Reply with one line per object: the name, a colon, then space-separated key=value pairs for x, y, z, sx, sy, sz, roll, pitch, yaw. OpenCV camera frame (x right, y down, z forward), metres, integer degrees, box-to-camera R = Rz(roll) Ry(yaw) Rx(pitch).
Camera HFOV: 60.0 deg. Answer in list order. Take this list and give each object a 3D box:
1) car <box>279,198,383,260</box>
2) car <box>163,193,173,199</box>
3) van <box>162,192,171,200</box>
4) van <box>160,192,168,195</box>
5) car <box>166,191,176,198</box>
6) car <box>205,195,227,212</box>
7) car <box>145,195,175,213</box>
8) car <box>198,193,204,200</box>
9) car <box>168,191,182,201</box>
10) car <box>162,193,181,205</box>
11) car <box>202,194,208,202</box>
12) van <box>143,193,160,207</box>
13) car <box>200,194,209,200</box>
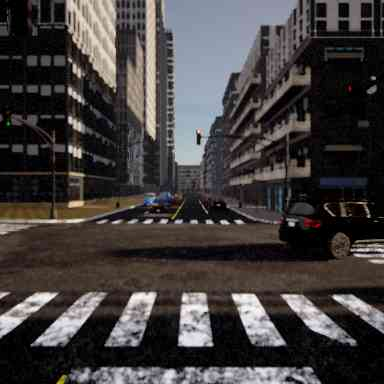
car: x=6.042 y=1.278 z=12.821 sx=5.566 sy=2.045 sz=2.150 roll=1 pitch=-1 yaw=-22
car: x=-5.702 y=1.023 z=79.180 sx=2.008 sy=1.369 sz=4.403 roll=0 pitch=0 yaw=0
van: x=-5.702 y=0.850 z=73.525 sx=1.690 sy=1.788 sz=3.998 roll=0 pitch=0 yaw=0
van: x=-5.702 y=0.887 z=67.870 sx=1.690 sy=1.788 sz=3.998 roll=0 pitch=0 yaw=0
car: x=-5.704 y=0.715 z=90.488 sx=2.192 sy=1.841 sz=5.009 roll=0 pitch=0 yaw=0
car: x=2.684 y=1.326 z=35.290 sx=1.947 sy=1.339 sz=4.313 roll=0 pitch=0 yaw=0
car: x=-3.104 y=1.320 z=33.303 sx=2.033 sy=1.411 sz=5.357 roll=0 pitch=0 yaw=0
car: x=2.680 y=1.133 z=62.220 sx=2.008 sy=1.369 sz=4.403 roll=0 pitch=0 yaw=0
car: x=-3.009 y=0.923 z=65.542 sx=2.097 sy=1.767 sz=4.553 roll=0 pitch=0 yaw=0
car: x=-3.092 y=1.271 z=48.748 sx=1.895 sy=1.301 sz=4.718 roll=0 pitch=0 yaw=0
car: x=2.682 y=1.238 z=45.257 sx=1.887 sy=1.381 sz=4.507 roll=0 pitch=0 yaw=0
van: x=-5.699 y=1.035 z=45.254 sx=1.690 sy=1.788 sz=3.998 roll=0 pitch=0 yaw=0
car: x=2.679 y=1.054 z=73.527 sx=1.887 sy=1.381 sz=4.507 roll=0 pitch=0 yaw=0
